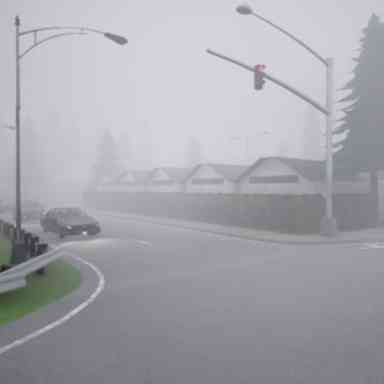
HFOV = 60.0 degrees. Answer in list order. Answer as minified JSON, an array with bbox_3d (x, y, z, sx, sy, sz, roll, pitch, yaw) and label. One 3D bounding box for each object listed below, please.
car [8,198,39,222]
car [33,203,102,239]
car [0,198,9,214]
[{"bbox_3d":[-12.559,1.432,25.669,1.837,1.490,4.892,0,1,-37],"label":"car"},{"bbox_3d":[-6.693,1.548,17.914,2.033,1.411,5.357,0,1,-37],"label":"car"},{"bbox_3d":[-18.770,1.374,34.111,1.812,1.442,4.674,0,1,-35],"label":"car"}]
